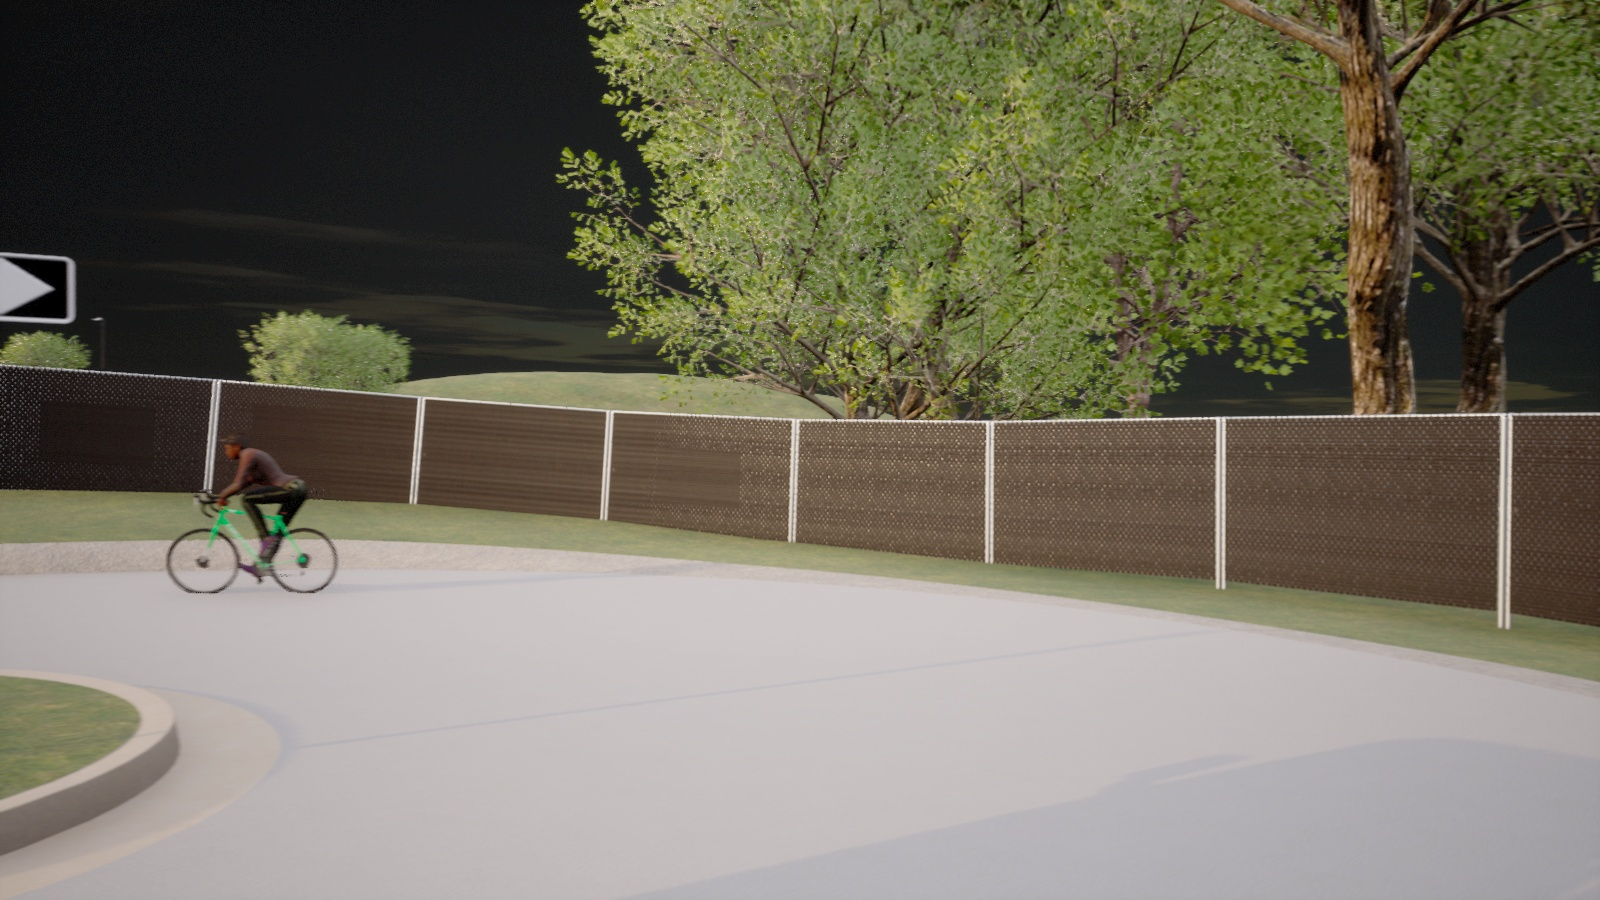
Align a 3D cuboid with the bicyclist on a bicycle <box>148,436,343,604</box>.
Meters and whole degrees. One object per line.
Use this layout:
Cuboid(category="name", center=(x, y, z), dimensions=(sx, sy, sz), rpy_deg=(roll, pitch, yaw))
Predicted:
Cuboid(category="bicyclist on a bicycle", center=(-5.507, 0.674, 12.545), dimensions=(1.656, 1.620, 0.582), rpy_deg=(0, 2, -6))
